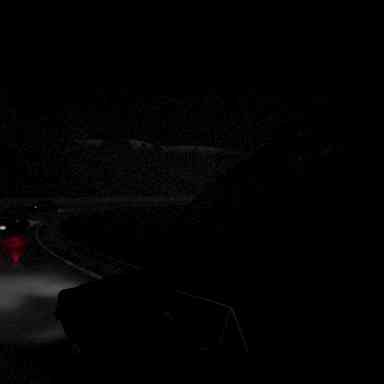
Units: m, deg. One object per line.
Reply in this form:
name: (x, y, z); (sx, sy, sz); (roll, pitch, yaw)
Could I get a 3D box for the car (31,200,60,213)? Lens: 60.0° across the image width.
car: (-16.960, 1.629, 38.344); (1.994, 1.385, 4.181); (0, 0, 3)

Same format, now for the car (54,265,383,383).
car: (0.283, 1.616, 4.061); (4.718, 1.301, 1.895); (0, 0, 40)

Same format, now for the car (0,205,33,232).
car: (-10.977, 1.628, 20.004); (1.895, 1.301, 4.718); (0, 0, -22)
